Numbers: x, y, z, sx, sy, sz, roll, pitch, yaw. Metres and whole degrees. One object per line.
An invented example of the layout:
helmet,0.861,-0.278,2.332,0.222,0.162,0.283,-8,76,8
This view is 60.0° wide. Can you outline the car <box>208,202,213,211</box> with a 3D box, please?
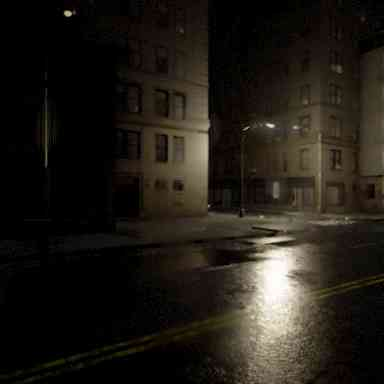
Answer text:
car,0.308,1.295,36.344,2.128,1.511,4.902,0,0,-35
